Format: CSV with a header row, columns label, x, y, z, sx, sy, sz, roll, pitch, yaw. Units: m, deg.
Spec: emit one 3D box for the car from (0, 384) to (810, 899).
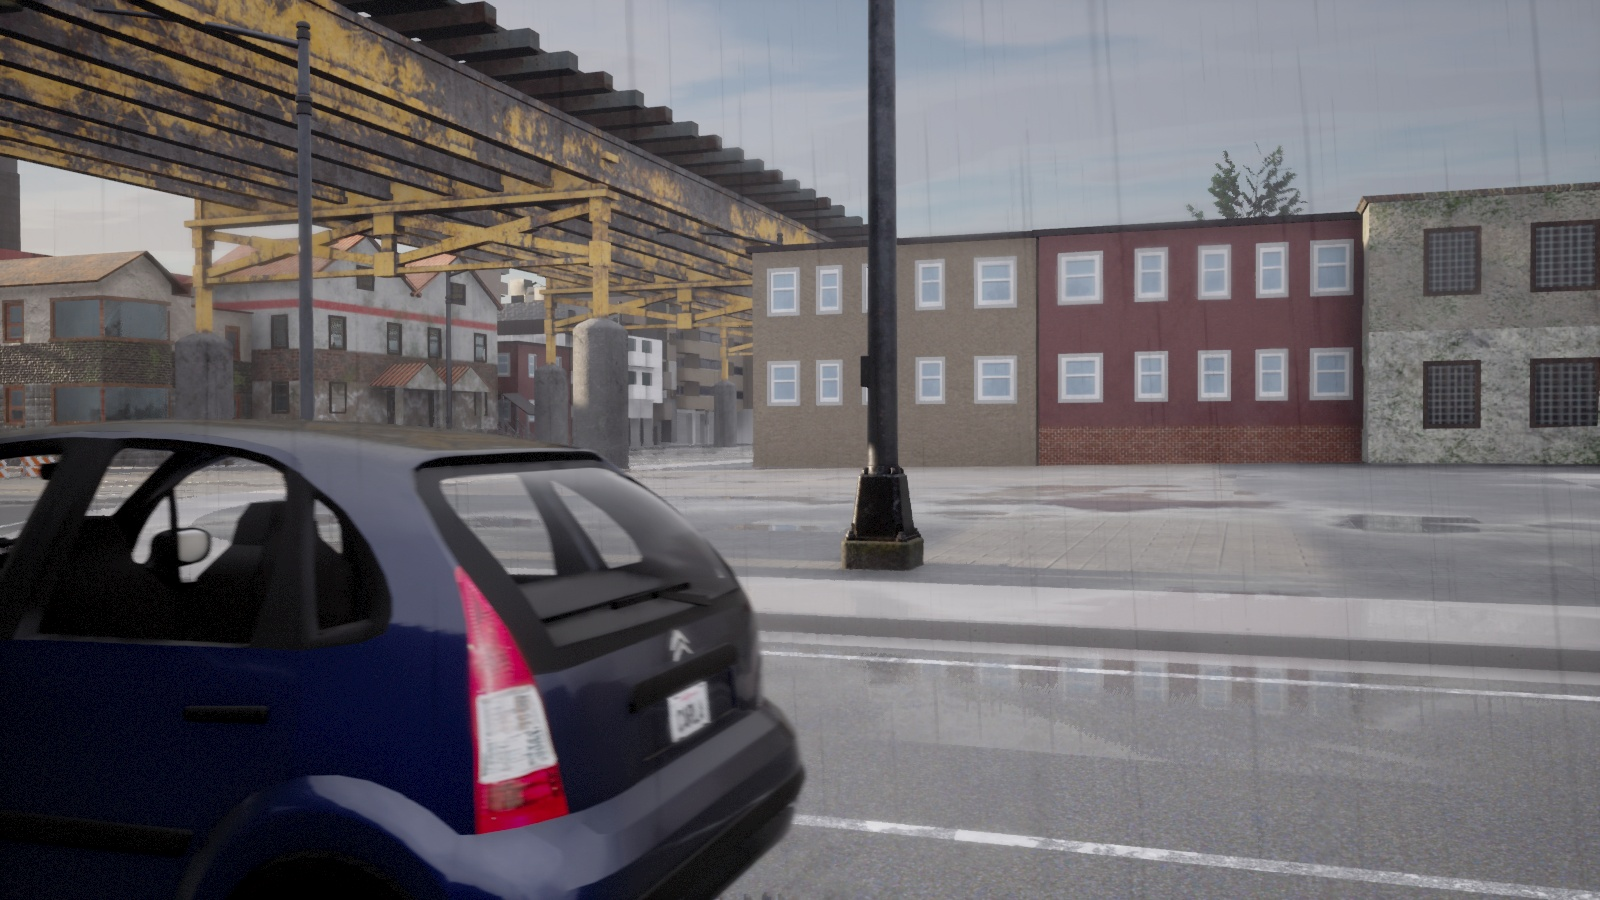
label,x,y,z,sx,sy,sz,roll,pitch,yaw
car,-2.155,0.654,3.900,3.988,1.617,1.851,1,1,18
